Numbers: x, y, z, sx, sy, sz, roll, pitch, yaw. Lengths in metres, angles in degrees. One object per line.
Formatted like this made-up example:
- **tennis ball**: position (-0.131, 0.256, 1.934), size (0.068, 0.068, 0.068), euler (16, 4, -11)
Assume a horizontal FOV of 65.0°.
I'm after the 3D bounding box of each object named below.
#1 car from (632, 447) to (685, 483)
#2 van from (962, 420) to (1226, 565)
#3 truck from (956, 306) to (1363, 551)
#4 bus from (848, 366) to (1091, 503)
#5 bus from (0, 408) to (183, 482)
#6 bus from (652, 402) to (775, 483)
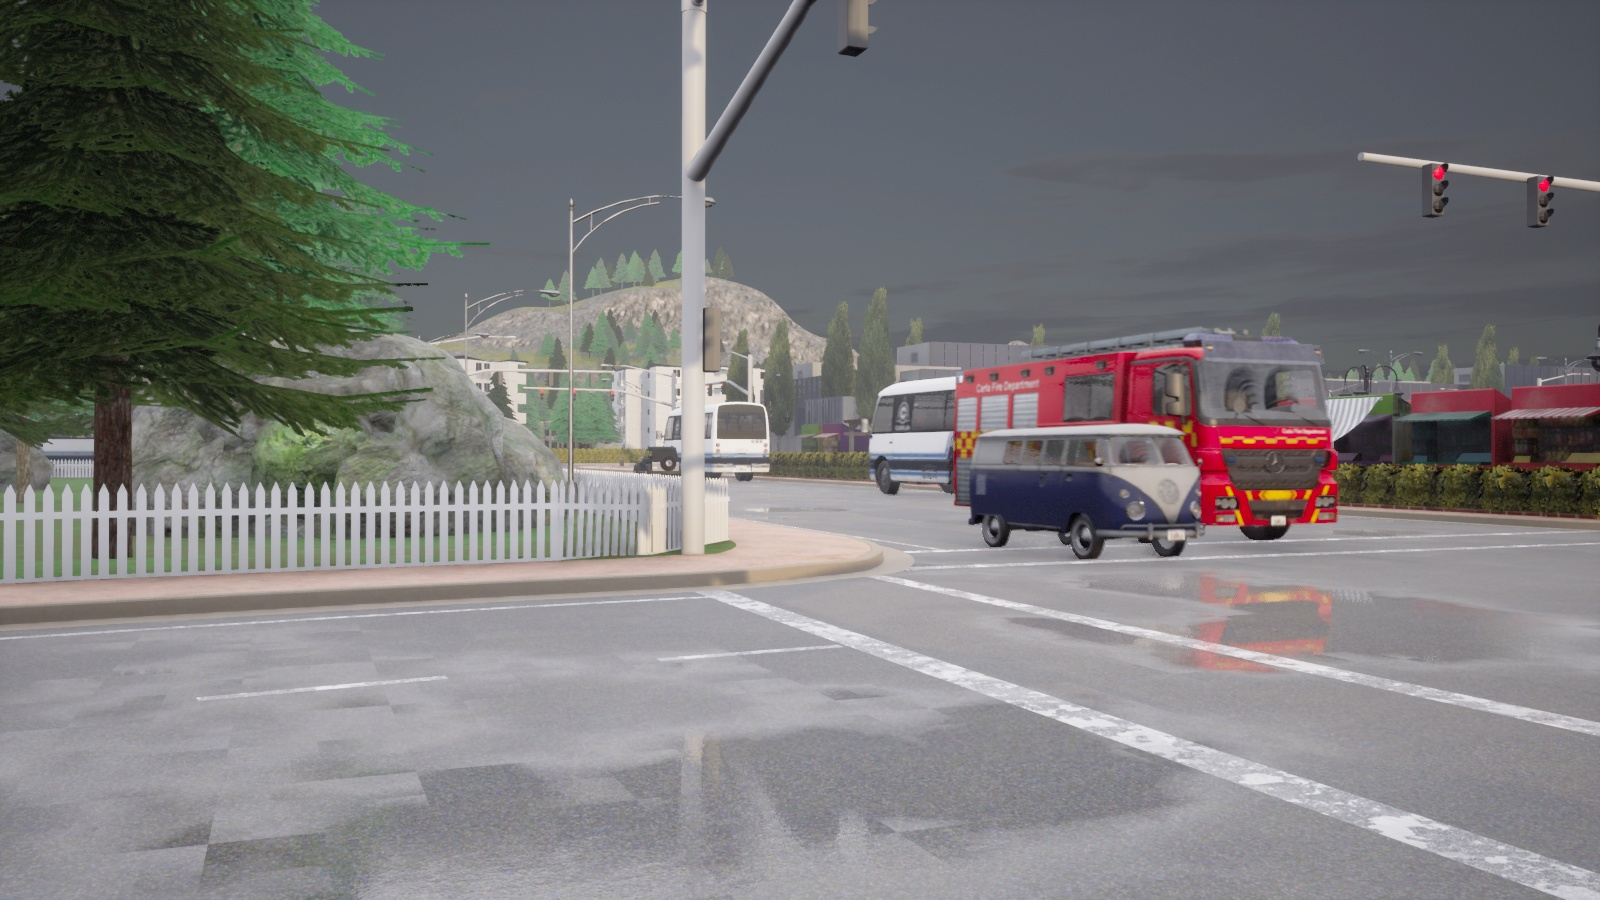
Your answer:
- **car**: position (-7.748, 0.780, 68.369), size (1.905, 1.878, 3.866), euler (0, 0, -22)
- **van**: position (4.399, 0.592, 19.569), size (1.775, 1.987, 4.442), euler (0, 0, -22)
- **truck**: position (6.347, -0.319, 24.091), size (2.891, 3.827, 8.468), euler (0, 0, -22)
- **bus**: position (5.626, -0.479, 44.567), size (3.944, 4.253, 10.273), euler (0, 0, -22)
- **bus**: position (-42.870, -0.301, 75.260), size (10.273, 4.253, 3.944), euler (0, 0, -21)
- **bus**: position (-5.085, -0.391, 71.120), size (3.944, 4.253, 10.273), euler (0, 0, -22)
